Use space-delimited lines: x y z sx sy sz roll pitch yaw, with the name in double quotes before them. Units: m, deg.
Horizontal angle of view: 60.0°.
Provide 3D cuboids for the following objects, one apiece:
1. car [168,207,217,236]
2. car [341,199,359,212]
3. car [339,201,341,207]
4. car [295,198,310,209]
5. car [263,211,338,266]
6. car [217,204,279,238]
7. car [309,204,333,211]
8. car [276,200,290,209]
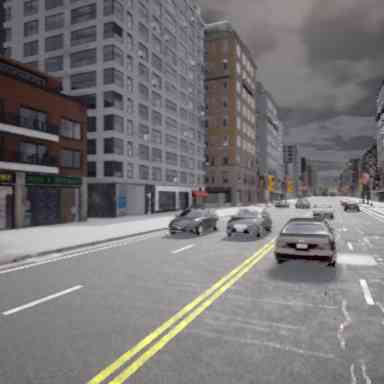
"car" 0.249 1.699 19.967 1.837 1.490 4.892 -1 -1 23
"car" 21.478 1.838 44.896 1.812 1.442 4.674 -1 0 23
"car" 28.139 1.981 60.987 2.033 1.411 5.357 -1 -1 23
"car" 17.537 1.766 52.684 2.097 1.767 4.553 -1 -1 23
"car" 4.177 1.640 12.023 2.033 1.411 5.357 -1 -1 23
"car" 3.351 1.657 18.959 2.128 1.511 4.902 -1 -1 23
"car" 13.235 1.851 33.606 1.895 1.301 4.718 -1 -1 23
"car" 14.837 2.012 54.630 1.994 1.385 4.181 -1 -1 23
